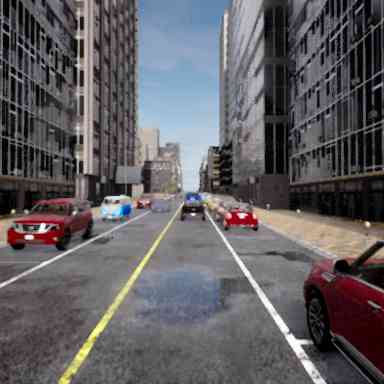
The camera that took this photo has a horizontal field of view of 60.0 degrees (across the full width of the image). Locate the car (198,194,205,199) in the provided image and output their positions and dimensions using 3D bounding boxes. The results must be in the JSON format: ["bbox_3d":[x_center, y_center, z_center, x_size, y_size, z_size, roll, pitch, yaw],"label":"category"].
[{"bbox_3d":[2.639,1.149,92.335,1.802,1.307,4.206,1,0,0],"label":"car"}]

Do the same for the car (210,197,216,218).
[{"bbox_3d":[2.688,1.317,25.408,1.967,1.590,4.097,1,0,0],"label":"car"}]

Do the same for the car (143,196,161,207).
[{"bbox_3d":[-5.677,1.339,47.595,1.947,1.339,4.313,1,0,0],"label":"car"}]

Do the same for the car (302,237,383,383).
[{"bbox_3d":[2.706,1.300,3.099,2.192,1.841,5.009,1,0,0],"label":"car"}]

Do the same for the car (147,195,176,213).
[{"bbox_3d":[-3.122,1.380,34.783,2.033,1.411,5.357,0,0,0],"label":"car"}]

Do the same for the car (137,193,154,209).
[{"bbox_3d":[-5.668,1.114,42.018,2.192,1.841,5.009,1,0,0],"label":"car"}]

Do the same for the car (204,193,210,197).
[{"bbox_3d":[2.667,1.271,53.464,1.752,1.417,4.829,1,0,0],"label":"car"}]

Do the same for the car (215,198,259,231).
[{"bbox_3d":[2.692,1.344,19.830,1.967,1.590,4.097,1,0,0],"label":"car"}]

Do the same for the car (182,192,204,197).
[{"bbox_3d":[0.072,1.008,45.066,2.150,2.045,5.566,0,1,0],"label":"car"}]

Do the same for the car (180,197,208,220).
[{"bbox_3d":[0.081,1.375,26.733,1.837,1.490,4.892,0,0,0],"label":"car"}]

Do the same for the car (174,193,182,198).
[{"bbox_3d":[-3.053,0.914,75.757,1.994,1.385,4.181,0,0,0],"label":"car"}]

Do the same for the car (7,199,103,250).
[{"bbox_3d":[-5.682,1.247,14.143,2.192,1.841,5.009,1,0,0],"label":"car"}]

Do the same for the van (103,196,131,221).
[{"bbox_3d":[-5.699,1.219,25.294,1.690,1.788,3.998,1,0,0],"label":"van"}]

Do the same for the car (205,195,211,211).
[{"bbox_3d":[2.679,1.349,36.733,1.752,1.417,4.829,1,0,0],"label":"car"}]

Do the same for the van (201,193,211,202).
[{"bbox_3d":[2.663,1.036,64.448,1.690,1.788,3.998,1,0,0],"label":"van"}]
